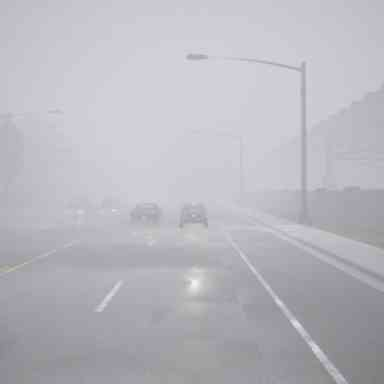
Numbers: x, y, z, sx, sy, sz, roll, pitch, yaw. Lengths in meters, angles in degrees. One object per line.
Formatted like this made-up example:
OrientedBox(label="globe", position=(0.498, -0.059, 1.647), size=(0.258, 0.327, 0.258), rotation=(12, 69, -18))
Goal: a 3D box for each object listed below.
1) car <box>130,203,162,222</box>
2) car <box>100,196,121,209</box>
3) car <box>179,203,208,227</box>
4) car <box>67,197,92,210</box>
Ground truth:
OrientedBox(label="car", position=(-3.397, 1.519, 25.527), size=(1.895, 1.301, 4.718), rotation=(0, 0, 0))
OrientedBox(label="car", position=(-10.563, 1.368, 43.542), size=(1.837, 1.490, 4.892), rotation=(0, 0, 0))
OrientedBox(label="car", position=(0.102, 1.476, 22.381), size=(2.033, 1.411, 5.357), rotation=(0, 0, 0))
OrientedBox(label="car", position=(-14.065, 1.373, 41.821), size=(1.837, 1.490, 4.892), rotation=(0, 0, 0))
